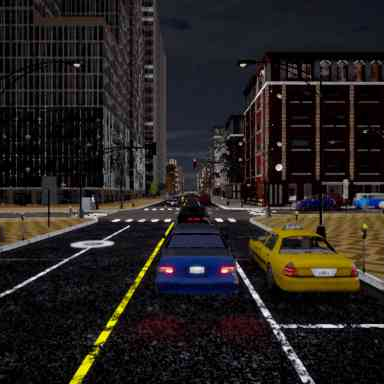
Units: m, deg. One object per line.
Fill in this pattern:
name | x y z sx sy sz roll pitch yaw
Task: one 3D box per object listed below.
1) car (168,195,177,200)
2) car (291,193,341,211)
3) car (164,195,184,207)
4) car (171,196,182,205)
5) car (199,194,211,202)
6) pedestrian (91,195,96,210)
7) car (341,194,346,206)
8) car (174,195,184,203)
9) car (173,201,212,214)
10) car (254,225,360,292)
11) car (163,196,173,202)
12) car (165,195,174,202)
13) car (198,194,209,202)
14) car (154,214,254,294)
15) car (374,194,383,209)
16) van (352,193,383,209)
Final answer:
car | -5.305 1.558 91.376 2.008 1.369 4.403 0 0 0
car | 13.283 1.162 36.452 4.553 1.767 2.097 -1 0 -1
car | -2.837 1.494 51.254 2.128 1.511 4.902 0 0 0
car | -2.810 1.529 60.881 1.812 1.442 4.674 0 0 0
car | 2.571 1.318 63.411 2.192 1.841 5.009 0 0 0
pedestrian | -12.343 1.270 41.603 0.375 1.860 0.375 0 1 -1
car | 15.318 1.095 38.953 5.009 1.841 2.192 -1 1 -1
car | -2.741 1.482 71.367 1.882 1.535 5.008 0 0 0
car | 0.086 1.505 18.654 1.837 1.490 4.892 0 0 0
car | 2.565 1.525 8.764 1.752 1.417 4.829 0 0 0
car | -5.307 1.556 74.597 2.008 1.369 4.403 0 0 0
car | -5.307 1.550 80.190 1.887 1.381 4.507 0 0 0
car | 2.573 1.320 74.597 2.192 1.841 5.009 0 0 0
car | 0.098 1.547 8.913 2.033 1.411 5.357 0 0 0
car | 23.092 1.214 36.583 4.674 1.442 1.812 -1 0 0
van | 20.974 1.050 39.012 3.998 1.788 1.690 -1 1 -1
